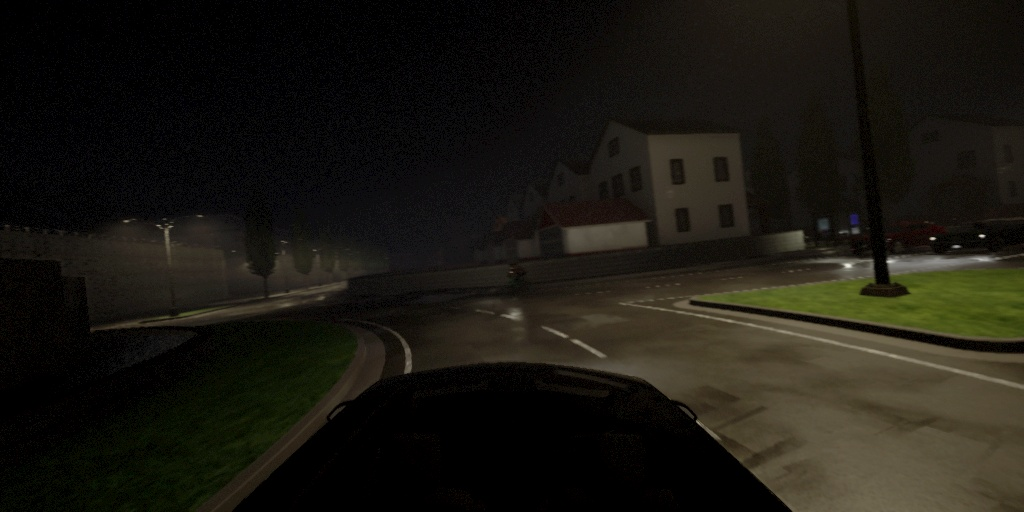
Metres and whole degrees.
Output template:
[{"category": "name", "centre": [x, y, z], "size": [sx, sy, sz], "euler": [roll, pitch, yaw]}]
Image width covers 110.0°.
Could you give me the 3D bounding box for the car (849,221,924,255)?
[{"category": "car", "centre": [20.614, -1.032, 19.232], "size": [5.008, 1.535, 1.882], "euler": [-6, 0, -14]}]

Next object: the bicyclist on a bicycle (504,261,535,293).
[{"category": "bicyclist on a bicycle", "centre": [0.449, 1.169, 20.313], "size": [1.656, 1.620, 0.582], "euler": [-7, 0, -42]}]

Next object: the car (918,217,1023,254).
[{"category": "car", "centre": [20.818, -0.934, 15.666], "size": [4.718, 1.301, 1.895], "euler": [-6, 0, -14]}]

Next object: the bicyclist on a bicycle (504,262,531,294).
[{"category": "bicyclist on a bicycle", "centre": [0.164, 1.199, 19.405], "size": [1.656, 1.620, 0.582], "euler": [-6, 0, -41]}]
